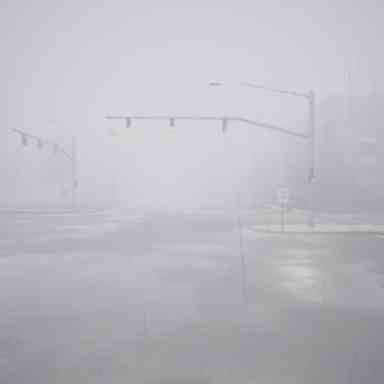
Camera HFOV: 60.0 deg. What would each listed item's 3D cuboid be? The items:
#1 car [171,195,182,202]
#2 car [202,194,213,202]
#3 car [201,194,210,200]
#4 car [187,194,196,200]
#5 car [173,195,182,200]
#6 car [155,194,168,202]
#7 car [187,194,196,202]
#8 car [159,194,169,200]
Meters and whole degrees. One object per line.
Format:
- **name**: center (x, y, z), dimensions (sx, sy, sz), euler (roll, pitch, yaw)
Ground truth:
- **car**: center (-3.552, 1.335, 72.912), dimensions (1.812, 1.442, 4.674), euler (0, 0, 0)
- **car**: center (3.448, 1.364, 72.918), dimensions (1.994, 1.385, 4.181), euler (0, 0, 0)
- **car**: center (3.439, 1.248, 82.919), dimensions (2.033, 1.411, 5.357), euler (0, 0, 0)
- **car**: center (-0.061, 1.233, 82.916), dimensions (2.128, 1.511, 4.902), euler (0, 0, 0)
- **car**: center (-3.561, 1.302, 82.943), dimensions (1.895, 1.301, 4.718), euler (0, 0, 0)
- **car**: center (-7.052, 1.406, 72.939), dimensions (1.895, 1.301, 4.718), euler (0, 0, 0)
- **car**: center (-0.052, 1.338, 72.498), dimensions (2.128, 1.511, 4.902), euler (0, 0, 0)
- **car**: center (-7.061, 1.247, 82.910), dimensions (2.033, 1.411, 5.357), euler (0, 0, 0)
